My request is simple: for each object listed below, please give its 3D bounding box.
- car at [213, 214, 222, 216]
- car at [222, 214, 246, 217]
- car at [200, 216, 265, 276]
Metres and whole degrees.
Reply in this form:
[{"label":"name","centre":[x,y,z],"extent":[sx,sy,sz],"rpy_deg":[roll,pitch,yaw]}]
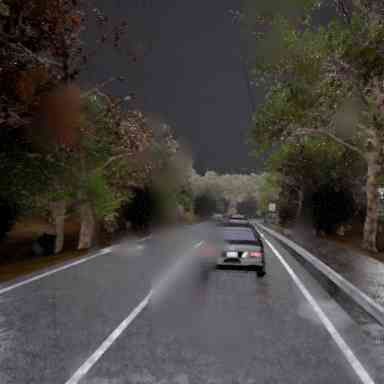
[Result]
[{"label":"car","centre":[4.361,4.371,55.367],"extent":[1.837,1.490,4.892],"rpy_deg":[0,-4,11]},{"label":"car","centre":[4.127,2.722,29.829],"extent":[2.128,1.511,4.902],"rpy_deg":[0,-4,8]},{"label":"car","centre":[1.407,1.738,11.037],"extent":[2.033,1.411,5.357],"rpy_deg":[0,-2,9]}]
